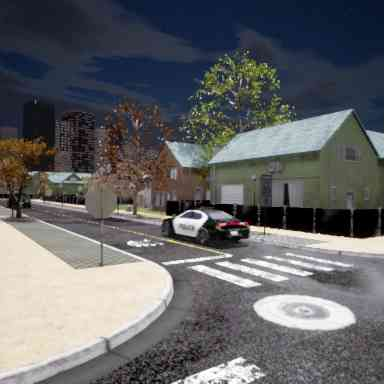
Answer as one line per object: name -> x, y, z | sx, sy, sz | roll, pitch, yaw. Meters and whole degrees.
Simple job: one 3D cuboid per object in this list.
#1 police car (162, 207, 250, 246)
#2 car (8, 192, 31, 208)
police car -> 0.364, 1.506, 15.590 | 2.038, 1.542, 4.974 | 1, 0, -35
car -> -22.749, 1.076, 43.827 | 2.150, 2.045, 5.566 | 1, 0, -35
